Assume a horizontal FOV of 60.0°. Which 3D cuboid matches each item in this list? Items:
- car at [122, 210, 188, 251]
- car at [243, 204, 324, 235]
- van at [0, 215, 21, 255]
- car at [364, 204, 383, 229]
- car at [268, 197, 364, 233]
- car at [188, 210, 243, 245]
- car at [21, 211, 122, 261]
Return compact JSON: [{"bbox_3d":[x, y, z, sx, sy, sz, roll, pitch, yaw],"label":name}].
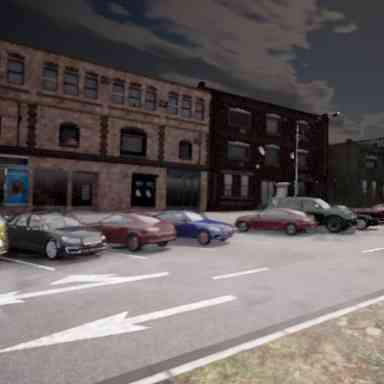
[{"bbox_3d":[-2.761,1.552,14.071,4.674,1.452,2.002,-1,-1,35],"label":"car"},{"bbox_3d":[4.746,1.609,19.145,4.674,1.452,2.002,-1,-1,36],"label":"car"},{"bbox_3d":[-7.621,1.247,10.561,4.442,1.987,1.878,-1,-1,34],"label":"van"},{"bbox_3d":[9.802,1.608,22.465,5.008,1.535,2.097,-1,-1,37],"label":"car"},{"bbox_3d":[7.296,1.337,20.804,5.566,2.045,2.435,-1,-1,37],"label":"car"},{"bbox_3d":[-0.269,1.571,15.785,4.674,1.452,2.002,-1,-1,36],"label":"car"},{"bbox_3d":[-5.249,1.494,12.362,4.892,1.521,2.231,-1,-1,35],"label":"car"}]
